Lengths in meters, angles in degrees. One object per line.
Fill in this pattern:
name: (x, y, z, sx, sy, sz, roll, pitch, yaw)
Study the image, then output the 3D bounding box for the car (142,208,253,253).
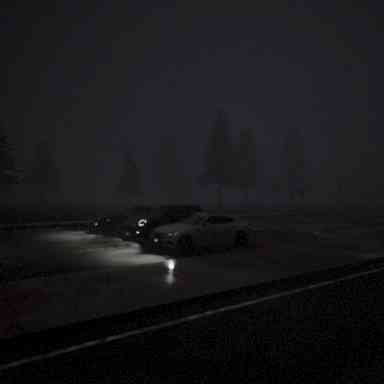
car: (0.538, 1.588, 14.049, 4.674, 1.442, 1.812, 1, 0, -35)

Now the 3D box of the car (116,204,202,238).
car: (-1.218, 1.415, 17.091, 4.553, 1.767, 2.097, 0, 0, -35)

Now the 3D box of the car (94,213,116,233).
car: (-3.348, 1.572, 19.872, 4.892, 1.490, 1.837, 1, -1, -35)
